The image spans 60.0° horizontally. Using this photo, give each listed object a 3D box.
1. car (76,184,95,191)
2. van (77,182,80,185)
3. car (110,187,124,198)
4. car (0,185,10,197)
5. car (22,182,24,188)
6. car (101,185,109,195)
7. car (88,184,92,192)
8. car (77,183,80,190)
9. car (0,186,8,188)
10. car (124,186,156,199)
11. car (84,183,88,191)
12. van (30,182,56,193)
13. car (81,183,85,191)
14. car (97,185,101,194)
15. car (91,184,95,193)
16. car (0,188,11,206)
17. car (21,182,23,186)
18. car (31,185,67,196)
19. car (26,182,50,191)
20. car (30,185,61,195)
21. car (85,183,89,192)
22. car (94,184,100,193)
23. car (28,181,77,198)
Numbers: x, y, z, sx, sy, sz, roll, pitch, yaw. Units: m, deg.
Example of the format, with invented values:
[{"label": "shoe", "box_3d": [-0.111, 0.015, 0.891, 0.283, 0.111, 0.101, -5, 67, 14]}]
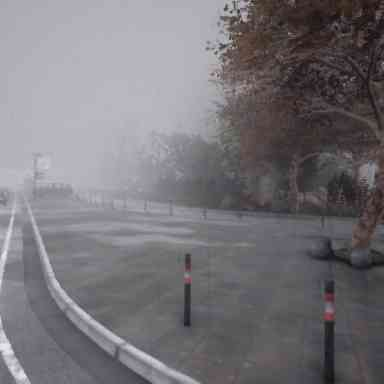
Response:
[{"label": "car", "box_3d": [-28.978, -1.272, 90.625, 4.553, 1.767, 2.185, 1, 1, -28]}, {"label": "van", "box_3d": [-27.443, -1.269, 88.103, 4.442, 1.987, 1.878, 2, 1, -28]}, {"label": "car", "box_3d": [-10.175, -0.077, 55.873, 5.566, 2.045, 2.435, 1, 1, -28]}, {"label": "car", "box_3d": [-27.063, -0.164, 47.487, 1.812, 1.442, 4.674, 1, 1, -28]}, {"label": "car", "box_3d": [-35.725, -1.138, 77.132, 5.366, 1.575, 1.946, 1, 1, -28]}, {"label": "car", "box_3d": [-14.135, -0.099, 63.225, 4.892, 1.521, 2.231, 2, 1, -28]}, {"label": "car", "box_3d": [-19.557, -0.483, 73.268, 5.008, 1.535, 2.097, 1, 1, -28]}, {"label": "car", "box_3d": [-26.207, -0.951, 85.571, 4.892, 1.521, 2.231, 1, 1, -28]}, {"label": "car", "box_3d": [-22.590, 0.181, 39.011, 2.033, 1.411, 5.357, 1, 1, -28]}, {"label": "car", "box_3d": [-7.461, 0.225, 50.777, 4.553, 1.767, 2.185, 1, 2, -28]}, {"label": "car", "box_3d": [-22.214, -0.797, 78.242, 4.553, 1.767, 2.185, 1, 1, -28]}, {"label": "van", "box_3d": [-29.061, -0.889, 64.674, 4.442, 1.987, 1.878, 1, 1, -28]}, {"label": "car", "box_3d": [-23.583, -0.767, 80.715, 5.008, 1.535, 2.097, 1, 1, -28]}, {"label": "car", "box_3d": [-15.478, -0.195, 65.707, 5.008, 1.535, 2.097, 1, 1, -28]}, {"label": "car", "box_3d": [-18.134, -0.354, 70.688, 4.792, 1.488, 2.163, 2, 1, -28]}, {"label": "car", "box_3d": [-17.928, 0.553, 30.309, 1.895, 1.301, 4.718, 1, 1, -28]}, {"label": "car", "box_3d": [-37.198, -1.485, 79.537, 5.566, 2.045, 2.435, 1, 1, -28]}, {"label": "car", "box_3d": [-22.459, -0.195, 52.200, 5.008, 1.535, 2.097, 1, 1, -28]}, {"label": "car", "box_3d": [-34.513, -1.169, 74.572, 4.553, 1.767, 2.185, 1, 1, -28]}, {"label": "car", "box_3d": [-25.145, -0.342, 57.170, 4.674, 1.452, 2.002, 1, 1, -28]}, {"label": "car", "box_3d": [-20.907, -0.578, 75.745, 5.008, 1.535, 2.097, 2, 1, -28]}, {"label": "car", "box_3d": [-16.821, -0.289, 68.189, 5.008, 1.535, 2.097, 2, 1, -28]}, {"label": "car", "box_3d": [-19.783, -0.264, 47.215, 5.566, 2.045, 2.435, 1, 1, -28]}]
